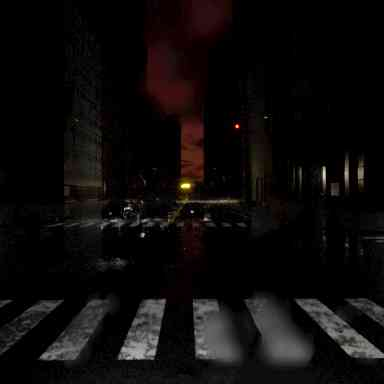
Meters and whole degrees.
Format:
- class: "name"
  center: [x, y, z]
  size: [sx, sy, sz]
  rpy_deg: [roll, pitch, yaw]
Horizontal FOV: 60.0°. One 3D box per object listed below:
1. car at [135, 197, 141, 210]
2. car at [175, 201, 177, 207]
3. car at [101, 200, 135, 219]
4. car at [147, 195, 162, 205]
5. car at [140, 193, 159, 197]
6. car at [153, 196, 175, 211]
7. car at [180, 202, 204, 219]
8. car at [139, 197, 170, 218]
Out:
- class: "car"
  center: [-6.641, 1.604, 38.863]
  size: [1.895, 1.301, 4.718]
  rpy_deg: [0, 0, 0]
- class: "car"
  center: [-3.391, 1.569, 50.183]
  size: [1.994, 1.385, 4.181]
  rpy_deg: [0, 0, 1]
- class: "car"
  center: [-6.646, 1.507, 29.600]
  size: [1.837, 1.490, 4.892]
  rpy_deg: [0, 0, 1]
- class: "car"
  center: [-6.622, 1.359, 59.036]
  size: [2.097, 1.767, 4.553]
  rpy_deg: [0, 0, -1]
- class: "car"
  center: [-6.645, 1.226, 48.774]
  size: [2.150, 2.045, 5.566]
  rpy_deg: [0, 0, 0]
- class: "car"
  center: [-3.397, 1.529, 40.171]
  size: [1.812, 1.442, 4.674]
  rpy_deg: [0, 0, 0]
- class: "car"
  center: [0.036, 1.566, 28.737]
  size: [1.994, 1.385, 4.181]
  rpy_deg: [0, 0, 0]
- class: "car"
  center: [-3.380, 1.480, 30.891]
  size: [1.882, 1.535, 5.008]
  rpy_deg: [0, 0, 0]
